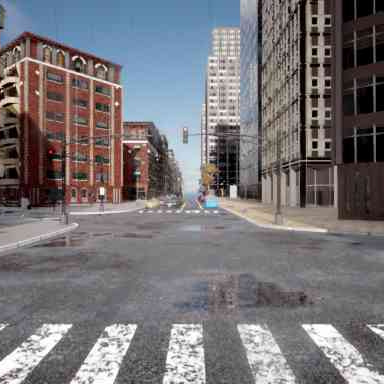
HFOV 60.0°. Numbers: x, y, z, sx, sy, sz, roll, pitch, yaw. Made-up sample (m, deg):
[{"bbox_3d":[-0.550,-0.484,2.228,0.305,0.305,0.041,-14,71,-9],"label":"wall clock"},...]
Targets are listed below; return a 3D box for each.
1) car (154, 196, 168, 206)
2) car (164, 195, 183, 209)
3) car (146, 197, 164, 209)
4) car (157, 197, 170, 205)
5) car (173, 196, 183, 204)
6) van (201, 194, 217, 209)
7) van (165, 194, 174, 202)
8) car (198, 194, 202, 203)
[{"bbox_3d":[-5.312,1.510,56.882,1.967,1.590,4.097,0,0,0],"label":"car"},{"bbox_3d":[-2.813,1.537,45.966,2.128,1.511,4.902,0,0,2],"label":"car"},{"bbox_3d":[-5.312,1.570,45.606,1.752,1.417,4.829,0,0,0],"label":"car"},{"bbox_3d":[-5.313,1.650,62.434,1.947,1.339,4.313,0,0,0],"label":"car"},{"bbox_3d":[-2.775,1.621,66.420,1.812,1.442,4.674,0,0,1],"label":"car"},{"bbox_3d":[2.569,1.386,45.776,1.690,1.788,3.998,0,0,0],"label":"van"},{"bbox_3d":[-5.312,1.474,79.090,1.690,1.788,3.998,0,0,0],"label":"van"},{"bbox_3d":[2.567,1.644,67.985,1.887,1.381,4.507,0,0,0],"label":"car"}]
